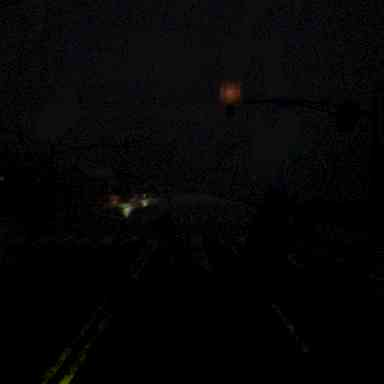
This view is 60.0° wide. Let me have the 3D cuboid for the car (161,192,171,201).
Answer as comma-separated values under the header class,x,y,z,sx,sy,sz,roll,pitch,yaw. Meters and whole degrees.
class,x,y,z,sx,sy,sz,roll,pitch,yaw
car,-6.554,1.098,84.628,2.150,2.045,5.566,0,0,0
